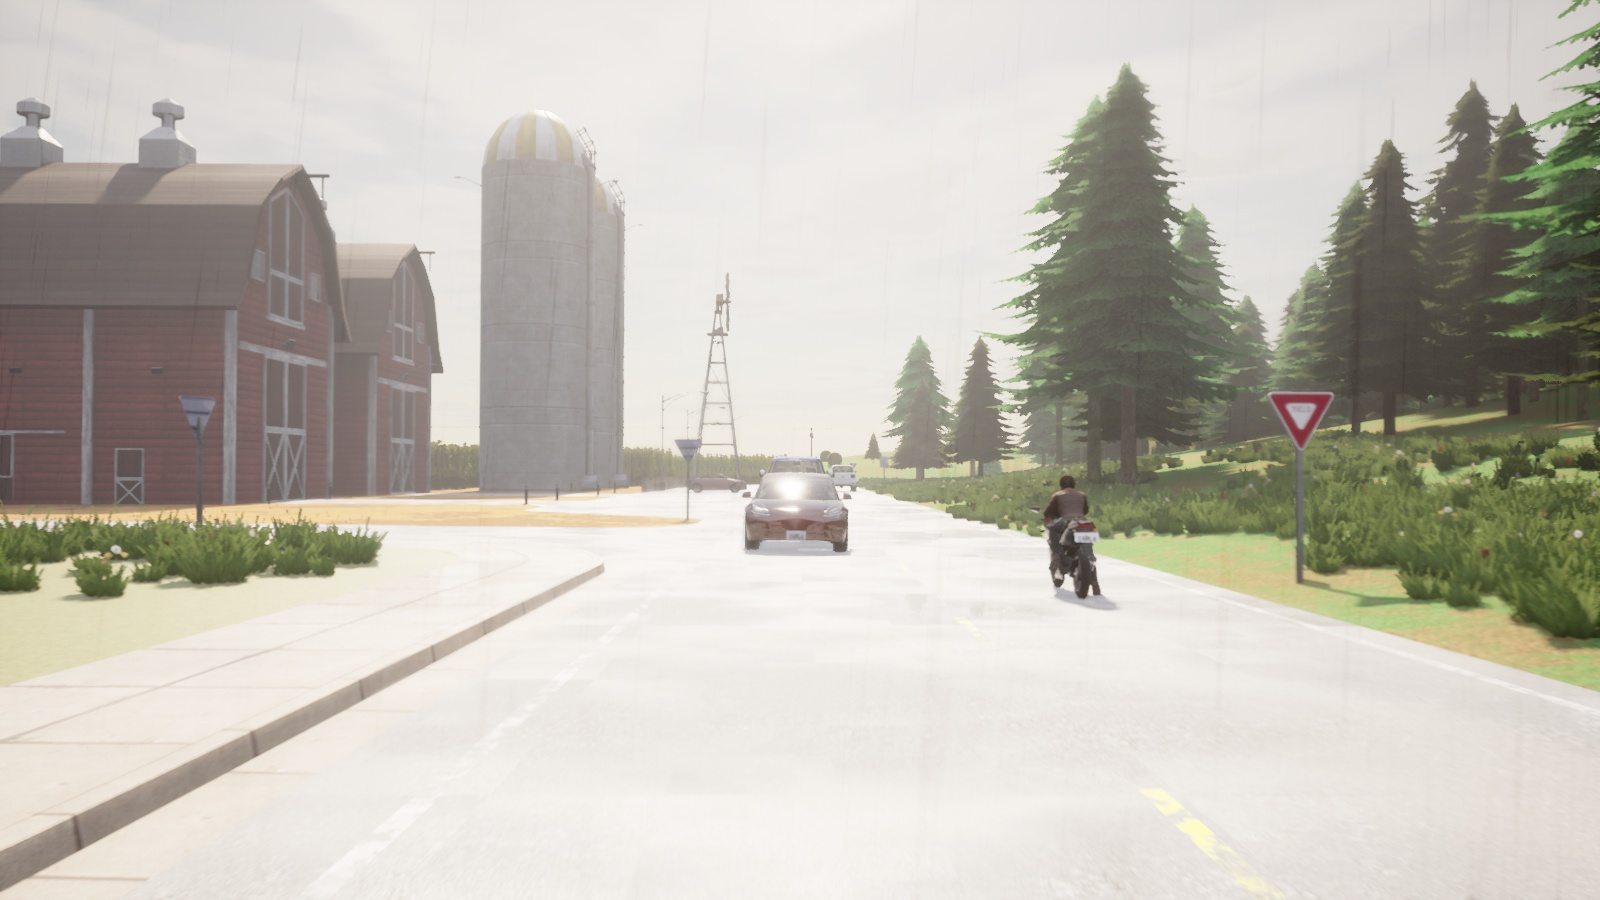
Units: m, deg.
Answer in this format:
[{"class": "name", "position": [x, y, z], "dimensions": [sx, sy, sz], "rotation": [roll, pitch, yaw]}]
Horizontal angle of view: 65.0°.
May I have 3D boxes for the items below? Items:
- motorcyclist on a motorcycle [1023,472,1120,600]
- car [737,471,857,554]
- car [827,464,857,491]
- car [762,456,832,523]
[{"class": "motorcyclist on a motorcycle", "position": [3.459, 1.055, 16.173], "dimensions": [0.797, 1.523, 2.044], "rotation": [0, 0, 0]}, {"class": "car", "position": [-0.061, 1.187, 25.190], "dimensions": [2.163, 1.488, 4.792], "rotation": [1, -1, 0]}, {"class": "car", "position": [3.253, 2.162, 98.056], "dimensions": [2.150, 2.045, 5.566], "rotation": [0, -1, 0]}, {"class": "car", "position": [-0.106, 1.221, 41.289], "dimensions": [2.150, 2.045, 5.566], "rotation": [0, 0, 0]}]
